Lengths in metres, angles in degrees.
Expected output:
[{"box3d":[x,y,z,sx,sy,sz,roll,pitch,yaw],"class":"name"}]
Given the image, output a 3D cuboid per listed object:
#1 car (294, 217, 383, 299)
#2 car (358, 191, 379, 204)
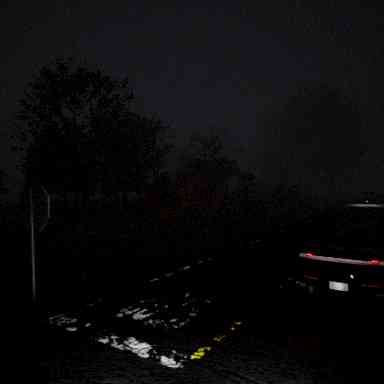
[{"box3d":[3.799,1.329,7.655,2.128,1.511,4.902,0,1,33],"class":"car"},{"box3d":[20.637,0.598,38.685,2.033,1.411,5.357,0,1,33],"class":"car"}]
